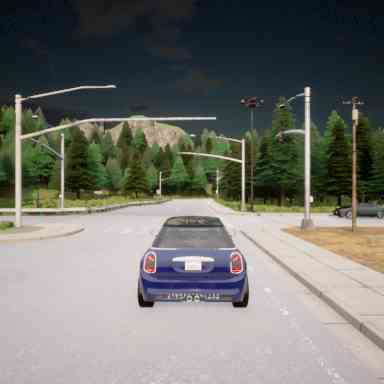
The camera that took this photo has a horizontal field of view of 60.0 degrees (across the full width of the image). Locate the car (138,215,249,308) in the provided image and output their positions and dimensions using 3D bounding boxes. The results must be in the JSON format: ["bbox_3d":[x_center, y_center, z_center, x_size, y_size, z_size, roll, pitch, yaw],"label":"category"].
[{"bbox_3d":[0.038,1.348,8.112,2.097,1.767,4.553,0,0,0],"label":"car"}]

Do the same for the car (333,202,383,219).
[{"bbox_3d":[14.503,1.591,28.738,4.181,1.385,1.994,0,0,1],"label":"car"}]
